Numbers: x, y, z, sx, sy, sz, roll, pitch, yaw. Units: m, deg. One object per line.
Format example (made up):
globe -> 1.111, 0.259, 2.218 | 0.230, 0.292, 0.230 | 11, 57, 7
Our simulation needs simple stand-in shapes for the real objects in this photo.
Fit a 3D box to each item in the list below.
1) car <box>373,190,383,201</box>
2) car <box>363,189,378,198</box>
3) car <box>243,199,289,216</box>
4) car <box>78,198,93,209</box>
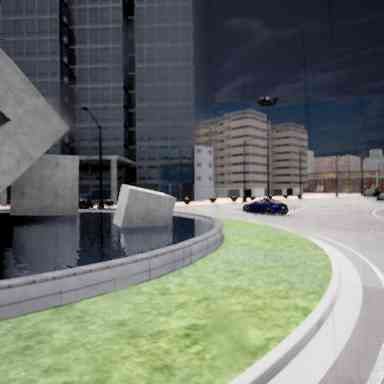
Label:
car -> 33.782, 0.852, 57.977 | 1.994, 1.385, 4.181 | 0, 1, 44
car -> 40.768, 0.331, 75.520 | 2.150, 2.045, 5.566 | 0, 0, 44
car -> 6.487, 1.314, 29.633 | 1.994, 1.385, 4.181 | -1, 0, -36
car -> -13.962, 1.400, 38.496 | 4.902, 1.511, 2.128 | -1, 0, -3
